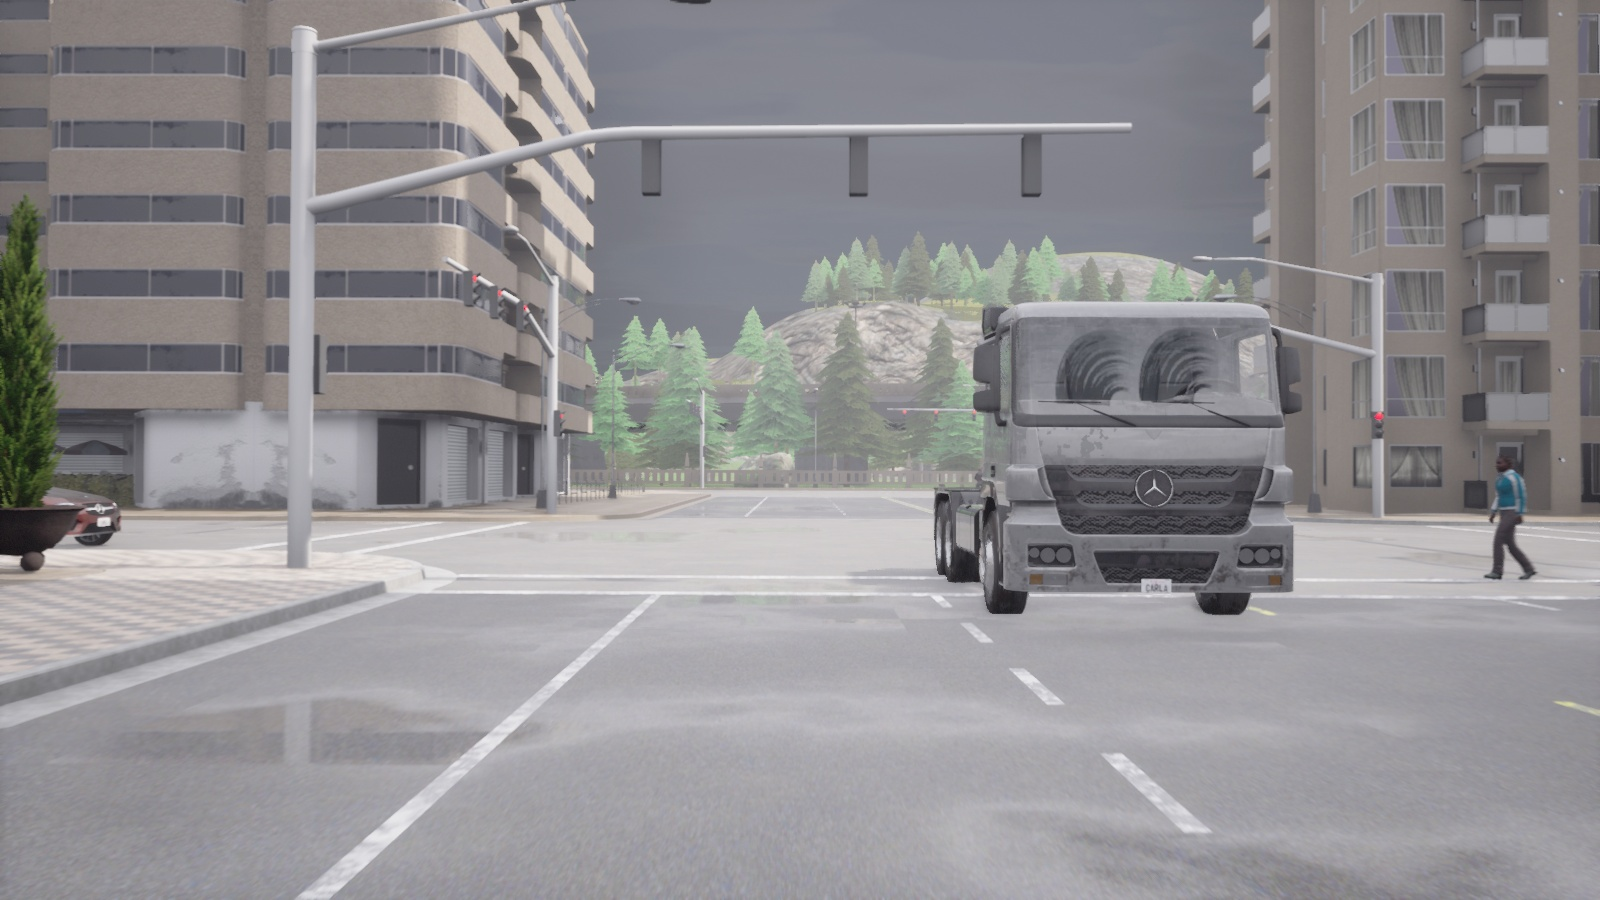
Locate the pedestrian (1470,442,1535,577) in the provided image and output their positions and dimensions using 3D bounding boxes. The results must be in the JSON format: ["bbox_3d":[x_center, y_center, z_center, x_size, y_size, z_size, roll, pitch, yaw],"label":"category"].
[{"bbox_3d":[10.186,0.862,18.215,0.692,1.930,0.396,0,-1,5],"label":"pedestrian"}]

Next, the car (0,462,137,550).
[{"bbox_3d":[-16.071,1.069,24.602,5.027,1.651,2.152,0,-1,0],"label":"car"}]

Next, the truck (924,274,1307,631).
[{"bbox_3d":[3.458,0.090,16.175,2.891,3.462,7.936,0,-1,0],"label":"truck"}]
